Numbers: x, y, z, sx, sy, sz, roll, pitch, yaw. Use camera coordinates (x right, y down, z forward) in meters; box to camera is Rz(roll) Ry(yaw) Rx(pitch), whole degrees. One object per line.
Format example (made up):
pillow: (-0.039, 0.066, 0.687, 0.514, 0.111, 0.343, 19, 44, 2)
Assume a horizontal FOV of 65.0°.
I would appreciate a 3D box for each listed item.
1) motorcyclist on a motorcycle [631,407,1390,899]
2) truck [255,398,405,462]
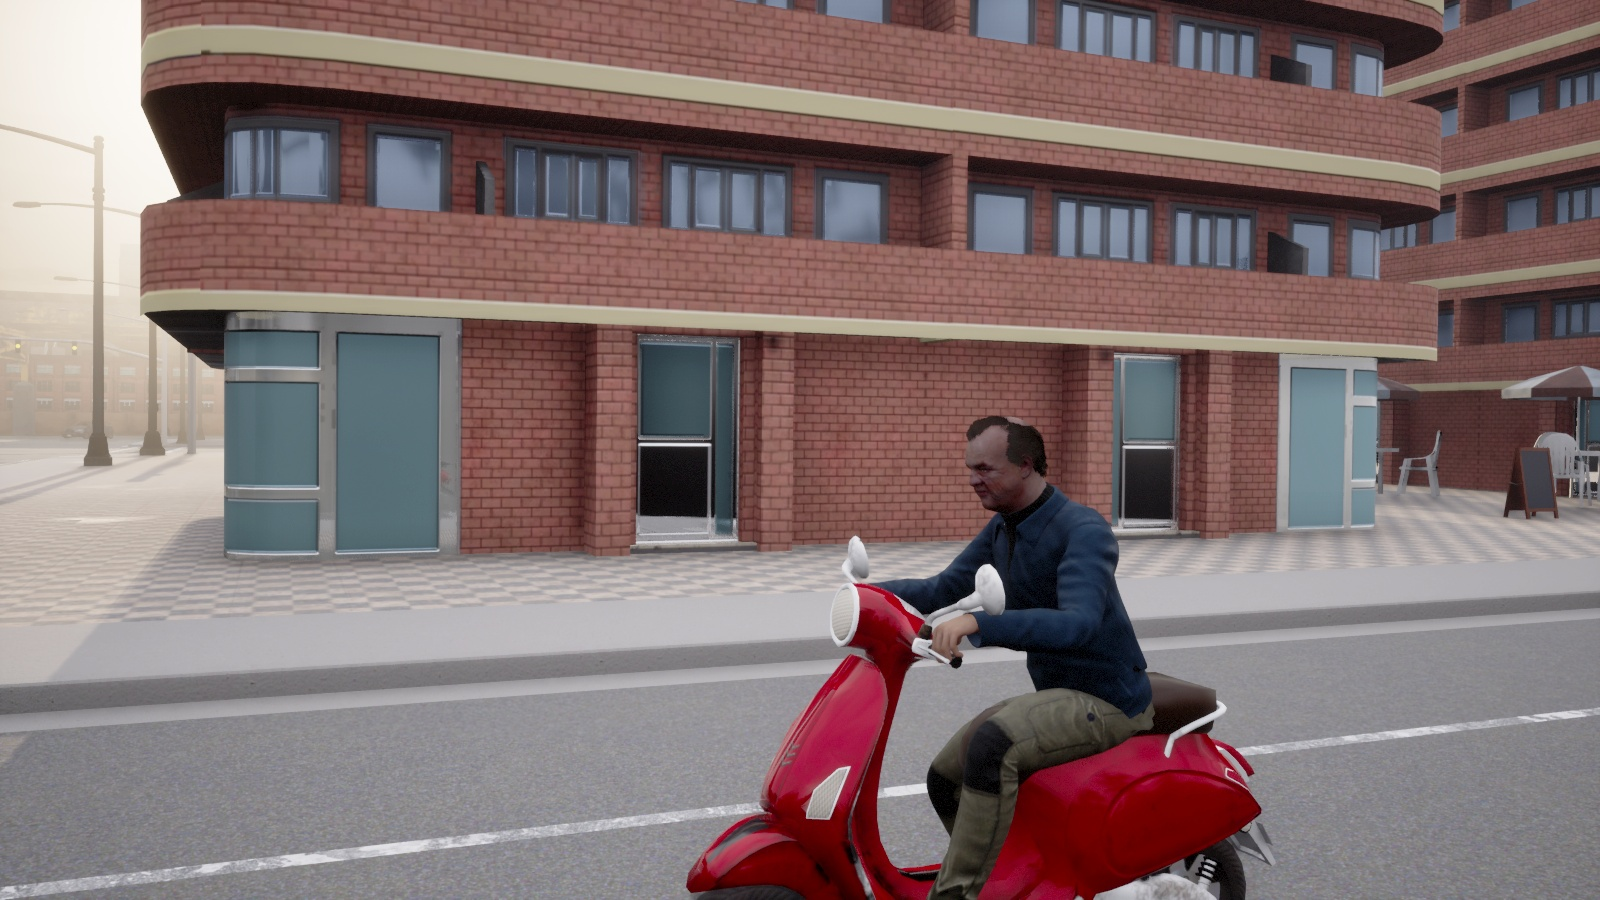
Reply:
motorcyclist on a motorcycle: (0.546, 0.691, 3.382, 1.817, 1.590, 0.866, -1, 1, -21)
truck: (-27.304, -1.214, 73.036, 7.936, 3.462, 2.891, -2, 1, -23)
